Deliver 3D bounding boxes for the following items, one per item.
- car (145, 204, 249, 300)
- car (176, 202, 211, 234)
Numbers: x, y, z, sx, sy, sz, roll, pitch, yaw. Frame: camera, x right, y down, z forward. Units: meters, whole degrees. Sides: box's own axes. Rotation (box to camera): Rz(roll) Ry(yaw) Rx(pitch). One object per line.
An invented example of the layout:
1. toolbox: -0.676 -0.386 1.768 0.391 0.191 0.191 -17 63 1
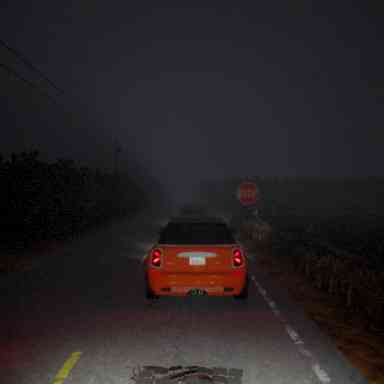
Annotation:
1. car: 0.100 1.357 8.540 2.097 1.767 4.553 0 0 0
2. car: 0.069 1.491 20.558 1.882 1.535 5.008 0 0 0
